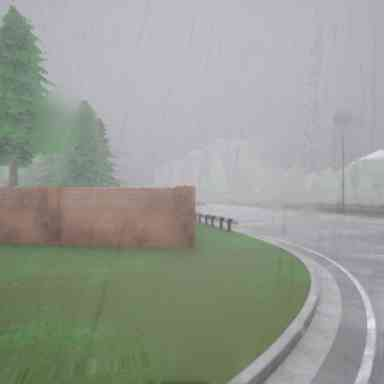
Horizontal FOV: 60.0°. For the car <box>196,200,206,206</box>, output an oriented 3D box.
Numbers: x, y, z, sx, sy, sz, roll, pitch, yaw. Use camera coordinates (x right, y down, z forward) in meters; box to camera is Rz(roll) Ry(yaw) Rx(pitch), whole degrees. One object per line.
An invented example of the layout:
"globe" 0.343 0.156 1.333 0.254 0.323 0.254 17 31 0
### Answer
"car" 1.839 2.419 76.674 1.994 1.385 4.181 0 -1 -15
